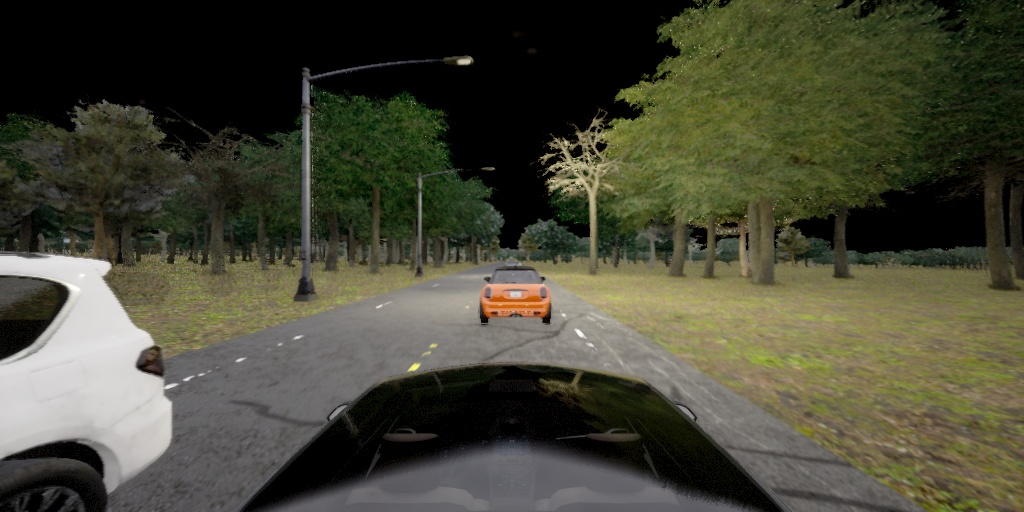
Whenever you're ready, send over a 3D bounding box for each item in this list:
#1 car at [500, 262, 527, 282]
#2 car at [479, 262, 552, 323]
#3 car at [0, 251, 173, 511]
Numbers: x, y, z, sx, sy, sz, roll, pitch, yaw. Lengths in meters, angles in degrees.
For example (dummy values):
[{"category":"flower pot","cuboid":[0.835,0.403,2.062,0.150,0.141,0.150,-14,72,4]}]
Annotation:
[{"category":"car","cuboid":[0.112,1.278,30.294,2.128,1.511,4.902,0,0,0]},{"category":"car","cuboid":[0.105,1.104,12.194,2.097,1.767,4.553,0,0,0]},{"category":"car","cuboid":[-3.600,0.972,0.299,2.150,2.045,5.566,0,0,0]}]
